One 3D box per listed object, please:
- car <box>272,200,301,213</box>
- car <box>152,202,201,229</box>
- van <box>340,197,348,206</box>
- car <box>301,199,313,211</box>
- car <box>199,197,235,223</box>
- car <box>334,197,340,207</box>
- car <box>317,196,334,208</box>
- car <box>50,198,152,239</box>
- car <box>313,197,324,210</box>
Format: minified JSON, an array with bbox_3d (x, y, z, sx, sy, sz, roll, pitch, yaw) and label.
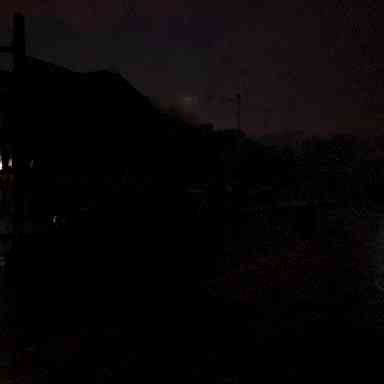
[{"bbox_3d":[10.965,1.719,39.461,2.008,1.369,4.403,0,0,35],"label":"car"},{"bbox_3d":[-1.605,1.558,21.762,1.947,1.339,4.313,0,0,35],"label":"car"},{"bbox_3d":[29.819,1.795,66.009,1.690,1.788,3.998,0,0,35],"label":"van"},{"bbox_3d":[14.009,1.739,43.747,1.752,1.417,4.829,0,0,35],"label":"car"},{"bbox_3d":[1.539,1.350,26.189,2.192,1.841,5.009,0,0,35],"label":"car"},{"bbox_3d":[23.534,1.796,57.159,1.967,1.590,4.097,0,0,35],"label":"car"},{"bbox_3d":[20.393,1.623,52.735,2.192,1.841,5.009,0,0,35],"label":"car"},{"bbox_3d":[-4.745,1.265,17.340,2.192,1.841,5.009,0,0,35],"label":"car"},{"bbox_3d":[17.249,1.827,48.310,1.947,1.339,4.313,0,0,35],"label":"car"}]
